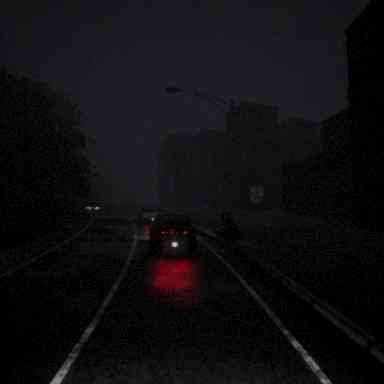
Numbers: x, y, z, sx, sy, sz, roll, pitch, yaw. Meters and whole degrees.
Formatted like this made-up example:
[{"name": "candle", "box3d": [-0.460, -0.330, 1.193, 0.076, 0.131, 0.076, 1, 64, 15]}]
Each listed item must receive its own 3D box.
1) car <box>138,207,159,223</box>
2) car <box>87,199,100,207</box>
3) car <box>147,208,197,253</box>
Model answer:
[{"name": "car", "box3d": [-3.592, 1.916, 28.765, 1.895, 1.301, 4.718, 1, -1, -14]}, {"name": "car", "box3d": [-16.853, 1.848, 56.878, 2.033, 1.411, 5.357, 2, -1, -20]}, {"name": "car", "box3d": [-0.910, 1.660, 14.452, 1.837, 1.490, 4.892, 1, 0, -7]}]
